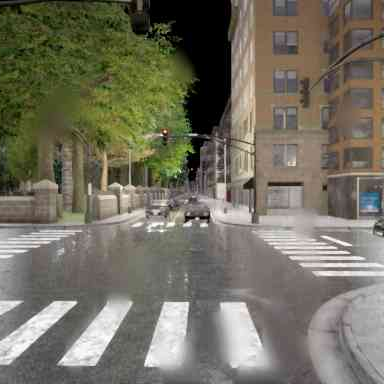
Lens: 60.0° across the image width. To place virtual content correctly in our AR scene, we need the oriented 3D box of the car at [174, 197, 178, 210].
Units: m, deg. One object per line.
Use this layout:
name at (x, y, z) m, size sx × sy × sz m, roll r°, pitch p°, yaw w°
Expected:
car at (-2.994, 1.562, 39.823) m, size 1.895 × 1.301 × 4.718 m, roll 0°, pitch 0°, yaw 0°

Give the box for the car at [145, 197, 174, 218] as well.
car at (-3.007, 1.472, 29.740) m, size 2.128 × 1.511 × 4.902 m, roll 0°, pitch 0°, yaw 0°

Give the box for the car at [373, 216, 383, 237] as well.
car at (11.009, 1.366, 15.502) m, size 4.553 × 1.767 × 2.097 m, roll 0°, pitch 0°, yaw 1°

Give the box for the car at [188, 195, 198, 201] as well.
car at (0.227, 1.424, 70.695) m, size 1.812 × 1.442 × 4.674 m, roll 0°, pitch 0°, yaw 0°

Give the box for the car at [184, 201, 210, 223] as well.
car at (0.359, 1.587, 25.738) m, size 1.895 × 1.301 × 4.718 m, roll 0°, pitch 0°, yaw 0°
